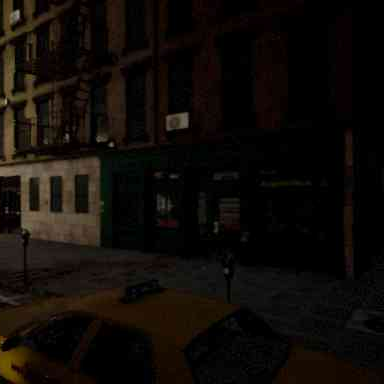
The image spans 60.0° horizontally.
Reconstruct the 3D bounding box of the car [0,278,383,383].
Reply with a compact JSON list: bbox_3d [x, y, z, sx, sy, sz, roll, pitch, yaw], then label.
[{"bbox_3d":[-0.682,1.550,3.297,4.829,1.417,1.752,-1,0,35],"label":"car"}]
